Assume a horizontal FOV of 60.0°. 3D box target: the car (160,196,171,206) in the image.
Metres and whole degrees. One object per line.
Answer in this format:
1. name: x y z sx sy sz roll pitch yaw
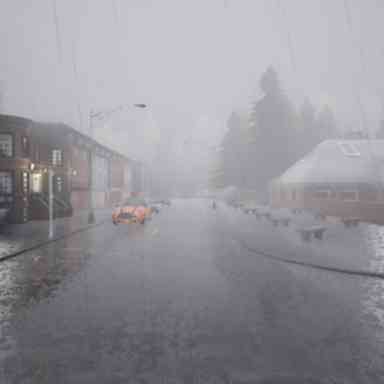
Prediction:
1. car: -4.029 1.305 46.895 1.994 1.385 4.181 0 0 1

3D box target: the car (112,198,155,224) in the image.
1. car: -4.093 1.223 23.146 2.097 1.767 4.553 0 0 0

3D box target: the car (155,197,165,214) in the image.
1. car: -4.083 1.418 33.003 1.895 1.301 4.718 0 0 0
